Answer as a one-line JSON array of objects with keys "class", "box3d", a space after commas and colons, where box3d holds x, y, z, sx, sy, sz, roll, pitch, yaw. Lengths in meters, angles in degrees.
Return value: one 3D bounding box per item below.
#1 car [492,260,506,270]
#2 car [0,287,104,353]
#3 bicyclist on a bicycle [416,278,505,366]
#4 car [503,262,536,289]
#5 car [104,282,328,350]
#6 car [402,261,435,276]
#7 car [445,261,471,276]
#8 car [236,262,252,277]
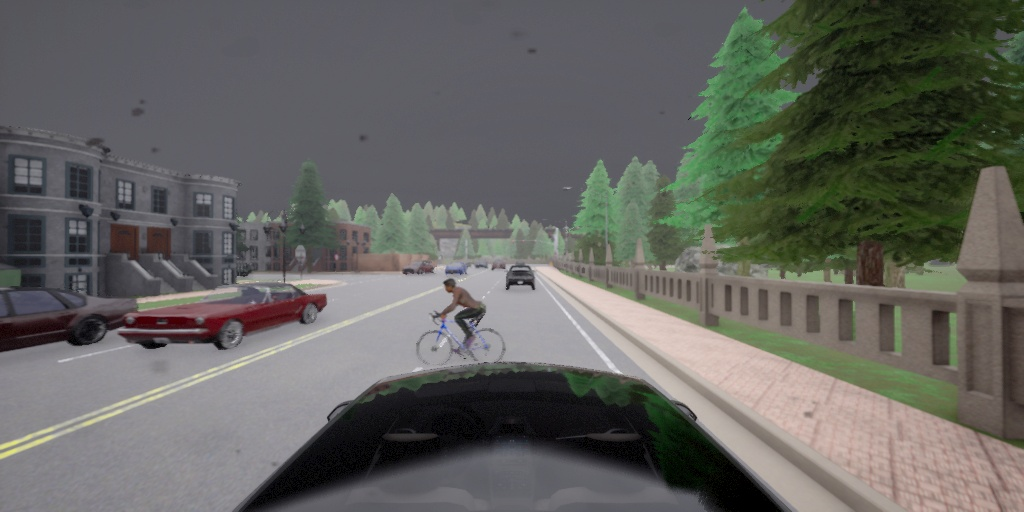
[{"class": "car", "box3d": [-2.143, 1.445, 59.914, 2.097, 1.767, 4.553, 0, 0, 1]}, {"class": "car", "box3d": [-10.508, 1.324, 6.860, 2.033, 1.411, 5.357, 0, 0, 2]}, {"class": "bicyclist on a bicycle", "box3d": [-0.962, 1.231, 6.597, 1.656, 1.620, 0.582, -2, 0, 1]}, {"class": "car", "box3d": [0.573, 1.389, 24.449, 1.837, 1.490, 4.892, 0, 0, 1]}, {"class": "car", "box3d": [-6.942, 1.394, 9.367, 1.895, 1.301, 4.718, 0, 0, 1]}, {"class": "car", "box3d": [-10.874, 1.335, 41.893, 2.097, 1.767, 4.553, 0, 0, 15]}, {"class": "car", "box3d": [-6.269, 1.454, 40.463, 1.882, 1.535, 5.008, 0, 0, 1]}, {"class": "car", "box3d": [-28.728, 1.121, 35.237, 5.566, 2.045, 2.150, 0, 0, 3]}]
